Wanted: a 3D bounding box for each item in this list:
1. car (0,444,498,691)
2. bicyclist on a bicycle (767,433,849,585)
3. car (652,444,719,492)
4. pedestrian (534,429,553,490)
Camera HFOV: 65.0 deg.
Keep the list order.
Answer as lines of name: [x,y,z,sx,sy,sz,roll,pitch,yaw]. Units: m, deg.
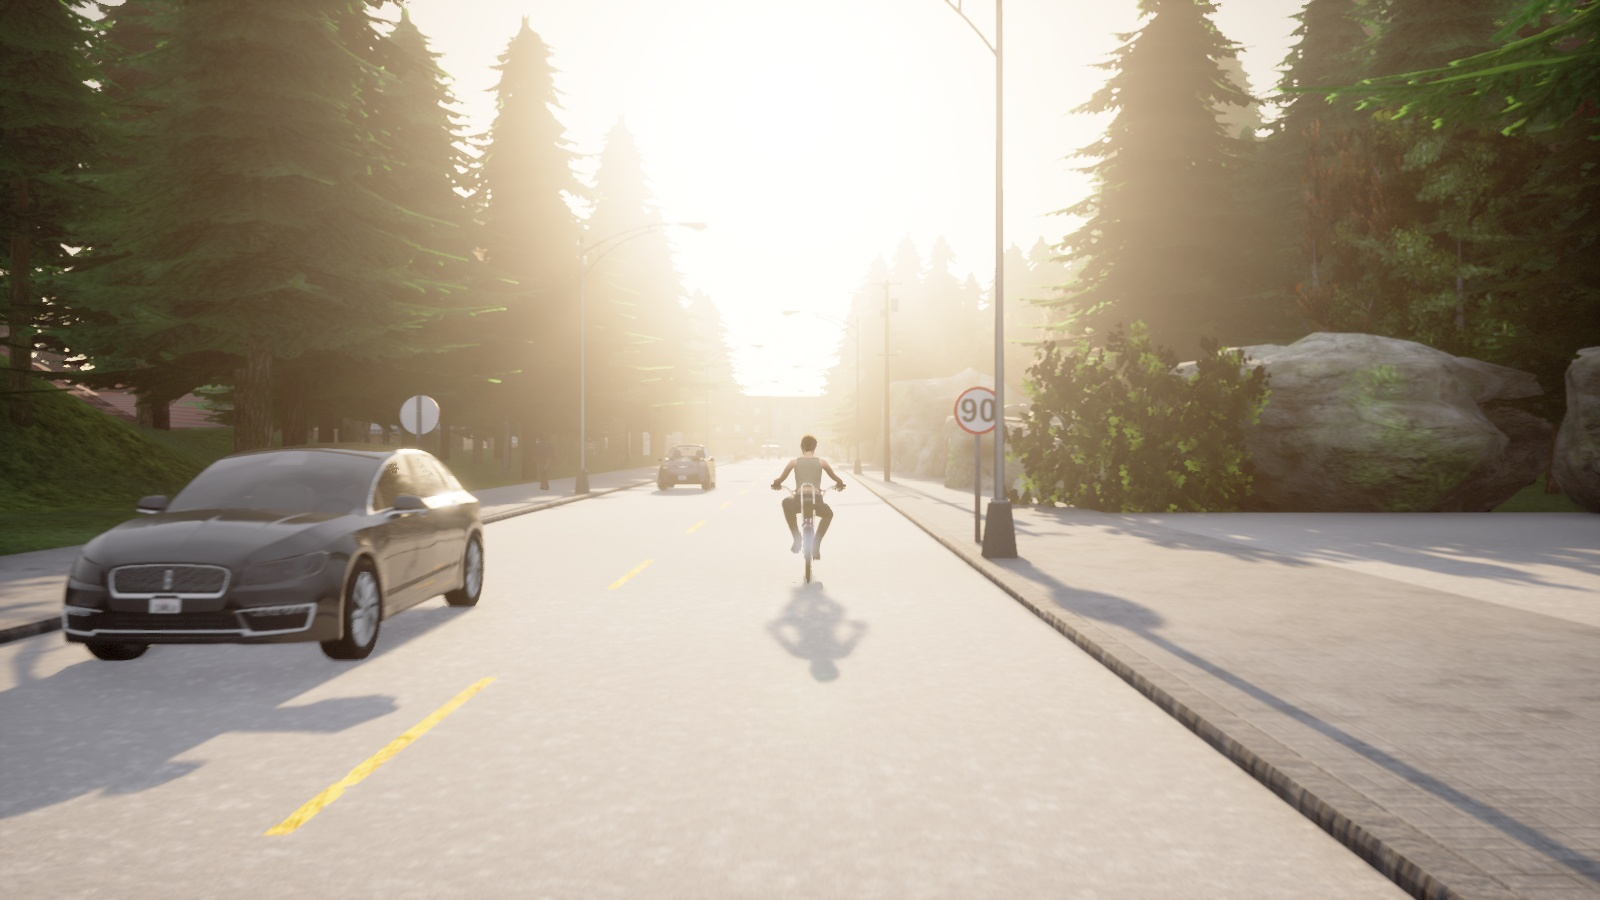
car: [-3.927,0.704,10.029,1.837,1.490,4.892,0,0,0]
bicyclist on a bicycle: [0.092,0.621,14.015,0.866,1.612,1.509,0,0,1]
car: [-3.727,0.573,41.387,1.845,1.501,3.633,0,0,0]
pedestrian: [-7.726,0.282,37.777,0.370,1.835,0.726,0,0,5]
